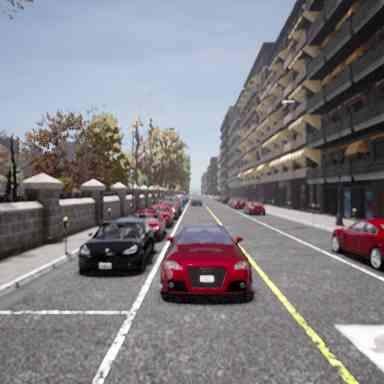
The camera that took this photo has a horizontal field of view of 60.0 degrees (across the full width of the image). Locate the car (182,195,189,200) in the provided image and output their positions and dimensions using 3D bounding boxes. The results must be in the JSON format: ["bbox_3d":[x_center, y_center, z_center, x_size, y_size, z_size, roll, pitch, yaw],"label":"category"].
[{"bbox_3d":[-1.709,1.638,95.344,1.887,1.381,4.507,0,0,0],"label":"car"}]

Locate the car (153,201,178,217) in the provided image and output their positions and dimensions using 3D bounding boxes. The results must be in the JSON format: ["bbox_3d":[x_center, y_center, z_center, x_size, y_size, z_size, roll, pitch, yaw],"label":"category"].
[{"bbox_3d":[-2.185,1.537,22.153,1.887,1.381,4.507,0,0,0],"label":"car"}]

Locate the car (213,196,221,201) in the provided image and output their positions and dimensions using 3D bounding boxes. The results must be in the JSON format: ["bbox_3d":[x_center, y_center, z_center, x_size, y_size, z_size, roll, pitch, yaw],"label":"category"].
[{"bbox_3d":[6.635,1.662,89.660,1.802,1.307,4.206,0,0,0],"label":"car"}]

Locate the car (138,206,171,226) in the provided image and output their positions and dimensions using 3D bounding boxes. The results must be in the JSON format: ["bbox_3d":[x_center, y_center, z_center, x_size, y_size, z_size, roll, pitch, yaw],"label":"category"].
[{"bbox_3d":[-2.222,1.575,16.525,1.802,1.307,4.206,0,0,0],"label":"car"}]

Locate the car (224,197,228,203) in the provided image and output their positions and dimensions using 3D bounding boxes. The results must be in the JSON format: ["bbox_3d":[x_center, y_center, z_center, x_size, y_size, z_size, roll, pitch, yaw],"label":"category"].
[{"bbox_3d":[6.378,1.601,50.249,1.802,1.307,4.206,0,0,0],"label":"car"}]

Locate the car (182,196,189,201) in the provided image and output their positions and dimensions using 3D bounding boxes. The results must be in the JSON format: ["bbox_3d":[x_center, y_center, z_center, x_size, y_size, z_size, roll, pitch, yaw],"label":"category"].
[{"bbox_3d":[-1.745,1.663,89.713,1.802,1.307,4.206,0,0,0],"label":"car"}]

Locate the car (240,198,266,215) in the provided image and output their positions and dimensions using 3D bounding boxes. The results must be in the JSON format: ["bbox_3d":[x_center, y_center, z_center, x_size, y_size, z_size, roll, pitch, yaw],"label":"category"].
[{"bbox_3d":[6.268,1.584,33.357,1.802,1.307,4.206,0,0,0],"label":"car"}]

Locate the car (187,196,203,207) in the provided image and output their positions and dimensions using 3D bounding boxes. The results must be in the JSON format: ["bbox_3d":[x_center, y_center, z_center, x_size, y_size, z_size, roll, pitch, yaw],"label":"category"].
[{"bbox_3d":[0.704,1.586,52.821,1.994,1.385,4.181,0,0,0],"label":"car"}]

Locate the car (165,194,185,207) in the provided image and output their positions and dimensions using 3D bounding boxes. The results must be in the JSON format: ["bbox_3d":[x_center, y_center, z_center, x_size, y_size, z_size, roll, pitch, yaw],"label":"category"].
[{"bbox_3d":[-2.112,1.317,33.412,2.192,1.841,5.009,0,0,0],"label":"car"}]

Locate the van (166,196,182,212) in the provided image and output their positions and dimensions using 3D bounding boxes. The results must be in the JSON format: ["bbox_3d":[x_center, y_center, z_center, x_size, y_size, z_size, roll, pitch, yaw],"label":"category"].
[{"bbox_3d":[-2.075,1.349,39.042,1.690,1.788,3.998,0,0,0],"label":"van"}]

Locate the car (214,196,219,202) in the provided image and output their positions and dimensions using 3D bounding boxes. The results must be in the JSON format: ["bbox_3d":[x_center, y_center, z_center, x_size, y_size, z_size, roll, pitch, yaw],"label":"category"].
[{"bbox_3d":[6.525,1.488,72.769,1.967,1.590,4.097,0,0,0],"label":"car"}]

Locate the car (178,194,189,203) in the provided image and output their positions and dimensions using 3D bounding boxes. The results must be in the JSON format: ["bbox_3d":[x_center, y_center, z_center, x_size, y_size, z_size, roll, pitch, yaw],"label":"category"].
[{"bbox_3d":[-1.855,1.363,72.823,2.192,1.841,5.009,0,0,0],"label":"car"}]

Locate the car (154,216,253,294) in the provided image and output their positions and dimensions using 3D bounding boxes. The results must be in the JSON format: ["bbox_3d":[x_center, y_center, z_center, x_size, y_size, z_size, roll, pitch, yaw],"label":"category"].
[{"bbox_3d":[0.321,1.560,8.674,1.994,1.385,4.181,0,0,1],"label":"car"}]

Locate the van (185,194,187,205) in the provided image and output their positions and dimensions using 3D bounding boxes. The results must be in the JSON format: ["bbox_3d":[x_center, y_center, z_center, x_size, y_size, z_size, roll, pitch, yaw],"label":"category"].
[{"bbox_3d":[-2.002,1.361,50.303,1.690,1.788,3.998,0,0,0],"label":"van"}]

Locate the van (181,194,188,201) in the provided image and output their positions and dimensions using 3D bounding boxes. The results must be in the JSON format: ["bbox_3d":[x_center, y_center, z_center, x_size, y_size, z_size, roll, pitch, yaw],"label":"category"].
[{"bbox_3d":[-1.782,1.410,84.083,1.690,1.788,3.998,0,0,0],"label":"van"}]

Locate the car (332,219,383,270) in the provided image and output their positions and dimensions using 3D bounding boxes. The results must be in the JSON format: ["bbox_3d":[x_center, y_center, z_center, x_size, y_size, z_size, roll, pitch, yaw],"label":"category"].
[{"bbox_3d":[6.122,1.540,10.839,1.887,1.381,4.507,0,0,0],"label":"car"}]

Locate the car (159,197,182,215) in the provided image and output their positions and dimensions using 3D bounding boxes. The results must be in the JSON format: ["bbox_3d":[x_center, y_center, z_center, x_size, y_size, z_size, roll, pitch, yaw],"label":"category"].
[{"bbox_3d":[-2.148,1.437,27.781,1.967,1.590,4.097,0,0,0],"label":"car"}]

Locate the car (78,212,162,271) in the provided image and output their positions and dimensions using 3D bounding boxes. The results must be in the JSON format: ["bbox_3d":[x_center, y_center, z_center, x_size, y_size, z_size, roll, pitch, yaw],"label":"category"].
[{"bbox_3d":[-2.258,1.561,10.894,1.947,1.339,4.313,0,0,0],"label":"car"}]

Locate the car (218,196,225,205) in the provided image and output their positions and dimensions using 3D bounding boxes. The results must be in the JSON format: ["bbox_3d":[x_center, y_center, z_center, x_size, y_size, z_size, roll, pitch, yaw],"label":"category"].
[{"bbox_3d":[6.451,1.598,61.509,1.947,1.339,4.313,0,0,0],"label":"car"}]

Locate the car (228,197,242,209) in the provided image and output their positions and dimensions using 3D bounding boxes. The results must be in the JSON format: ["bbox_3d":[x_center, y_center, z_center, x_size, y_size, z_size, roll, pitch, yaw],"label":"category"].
[{"bbox_3d":[6.341,1.454,44.618,1.967,1.590,4.097,0,0,0],"label":"car"}]
